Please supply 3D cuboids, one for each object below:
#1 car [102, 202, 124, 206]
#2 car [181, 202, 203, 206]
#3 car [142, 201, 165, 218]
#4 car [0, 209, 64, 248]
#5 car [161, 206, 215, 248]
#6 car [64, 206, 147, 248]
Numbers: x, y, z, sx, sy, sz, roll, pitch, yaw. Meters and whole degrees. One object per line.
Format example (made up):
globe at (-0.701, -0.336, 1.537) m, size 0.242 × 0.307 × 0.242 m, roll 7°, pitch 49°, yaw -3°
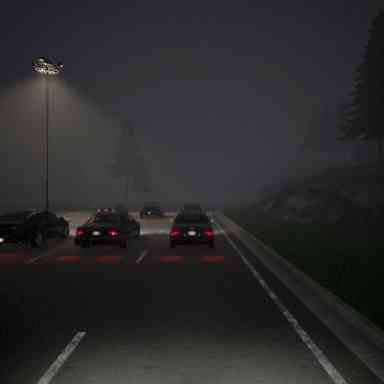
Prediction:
car at (-6.996, 1.560, 29.639) m, size 2.033 × 1.411 × 5.357 m, roll 0°, pitch 0°, yaw 0°
car at (0.004, 1.570, 29.595) m, size 1.994 × 1.385 × 4.181 m, roll 0°, pitch 0°, yaw 0°
car at (-3.496, 1.530, 29.617) m, size 1.812 × 1.442 × 4.674 m, roll 0°, pitch 0°, yaw 0°
car at (-7.000, 1.513, 14.650) m, size 1.837 × 1.490 × 4.892 m, roll 0°, pitch 0°, yaw 0°
car at (0.000, 1.560, 14.650) m, size 2.033 × 1.411 × 5.357 m, roll 0°, pitch 0°, yaw 0°
car at (-3.500, 1.560, 14.650) m, size 2.033 × 1.411 × 5.357 m, roll 0°, pitch 0°, yaw 0°
